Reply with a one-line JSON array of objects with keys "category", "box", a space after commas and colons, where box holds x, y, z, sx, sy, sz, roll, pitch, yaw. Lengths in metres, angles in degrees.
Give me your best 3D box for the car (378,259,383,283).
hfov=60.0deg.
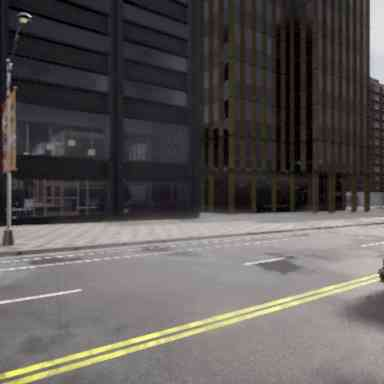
[{"category": "car", "box": [6.802, 1.683, 8.385, 5.357, 1.411, 2.033, 1, -1, -35]}]
